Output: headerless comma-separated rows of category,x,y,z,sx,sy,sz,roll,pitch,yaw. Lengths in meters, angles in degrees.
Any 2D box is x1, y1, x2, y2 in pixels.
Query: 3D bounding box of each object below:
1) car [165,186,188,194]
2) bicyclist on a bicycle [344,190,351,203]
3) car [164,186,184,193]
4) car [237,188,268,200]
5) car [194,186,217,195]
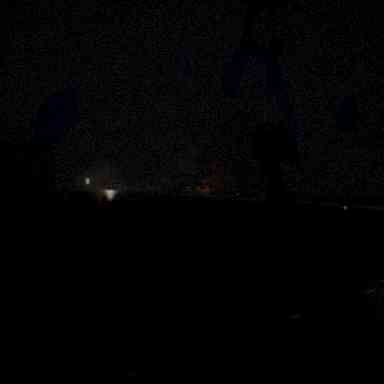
car,-2.556,-0.371,61.396,2.128,1.511,4.902,0,2,-36
bicyclist on a bicycle,19.223,0.620,41.067,1.656,1.620,0.582,0,2,-36
car,-3.713,-0.516,67.741,1.994,1.385,4.181,0,2,-36
car,8.365,0.271,45.966,2.128,1.511,4.902,0,2,-36
car,2.382,-0.251,59.304,1.882,1.535,5.008,0,2,-35
